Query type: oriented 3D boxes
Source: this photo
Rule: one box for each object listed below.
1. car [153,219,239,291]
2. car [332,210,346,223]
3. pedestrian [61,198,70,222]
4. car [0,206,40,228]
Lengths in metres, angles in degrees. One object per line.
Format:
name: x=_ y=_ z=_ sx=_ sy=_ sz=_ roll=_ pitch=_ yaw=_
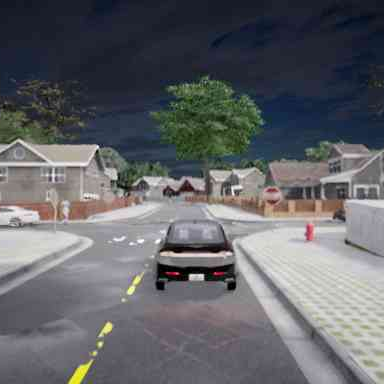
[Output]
car: x=0.088 y=1.467 z=8.940 sx=2.128 sy=1.511 sz=4.902 roll=0 pitch=0 yaw=0
car: x=12.305 y=1.378 z=22.226 sx=5.357 sy=1.411 sz=2.033 roll=-1 pitch=-2 yaw=1
pedestrian: x=-9.683 y=1.349 z=25.422 sx=0.375 sy=1.860 sz=0.375 roll=0 pitch=-1 yaw=1
car: x=-12.897 y=1.687 z=22.688 sx=4.674 sy=1.442 sz=1.812 roll=-1 pitch=-2 yaw=-1
